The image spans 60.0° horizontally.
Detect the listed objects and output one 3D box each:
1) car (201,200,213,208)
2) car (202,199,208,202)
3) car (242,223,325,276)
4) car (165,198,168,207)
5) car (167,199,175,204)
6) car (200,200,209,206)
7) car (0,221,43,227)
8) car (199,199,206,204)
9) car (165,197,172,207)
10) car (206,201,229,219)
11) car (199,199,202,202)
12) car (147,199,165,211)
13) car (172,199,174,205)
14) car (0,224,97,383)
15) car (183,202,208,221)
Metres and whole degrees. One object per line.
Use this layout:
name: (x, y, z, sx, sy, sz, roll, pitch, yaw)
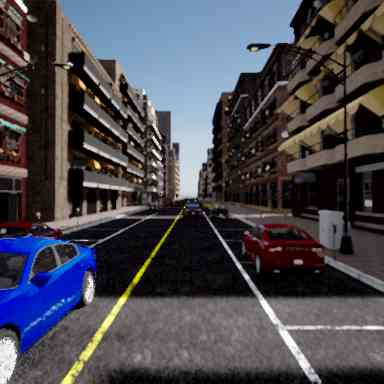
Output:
car: (2.744, 2.242, 61.392, 1.947, 1.339, 4.313, 0, -1, 0)
car: (2.740, 2.142, 55.926, 1.752, 1.417, 4.829, 0, -1, 0)
car: (2.700, 1.665, 10.669, 1.887, 1.381, 4.507, 0, -1, 0)
car: (-5.642, 2.165, 55.768, 2.008, 1.369, 4.403, 0, -1, 0)
car: (-5.611, 2.506, 89.413, 1.752, 1.417, 4.829, 0, -1, 0)
car: (2.754, 2.381, 72.663, 1.802, 1.307, 4.206, 0, -1, 0)
car: (-5.680, 1.664, 10.681, 1.887, 1.381, 4.507, 0, -1, 0)
car: (2.769, 2.566, 89.571, 1.802, 1.307, 4.206, 0, -1, 0)
car: (-5.631, 2.282, 67.040, 1.887, 1.381, 4.507, 0, -1, 0)
car: (2.720, 1.919, 33.212, 2.008, 1.369, 4.403, 0, -1, 0)
car: (0.048, 2.107, 49.195, 1.994, 1.385, 4.181, 0, -1, 0)
car: (-5.646, 2.103, 50.131, 2.008, 1.369, 4.403, 0, -1, 0)
car: (-5.620, 2.175, 78.314, 2.192, 1.841, 5.009, 0, -1, 0)
car: (-3.049, 1.538, 5.402, 1.882, 1.535, 5.008, 0, -1, 1)
car: (0.115, 1.889, 30.776, 2.033, 1.411, 5.357, 0, -1, 0)
